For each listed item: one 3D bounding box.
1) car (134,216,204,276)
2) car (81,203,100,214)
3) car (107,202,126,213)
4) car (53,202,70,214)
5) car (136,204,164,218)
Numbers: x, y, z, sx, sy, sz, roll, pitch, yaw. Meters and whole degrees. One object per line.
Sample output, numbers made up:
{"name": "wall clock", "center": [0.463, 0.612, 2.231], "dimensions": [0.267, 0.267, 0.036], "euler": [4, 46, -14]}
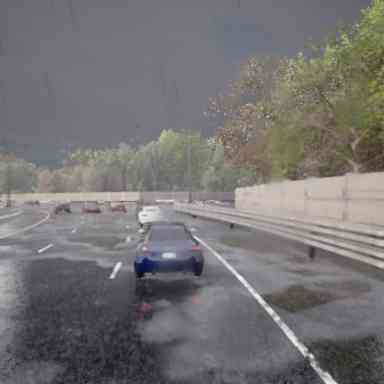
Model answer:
{"name": "car", "center": [-0.799, 1.693, 10.863], "dimensions": [1.994, 1.385, 4.181], "euler": [0, -1, -6]}
{"name": "car", "center": [-13.806, 2.161, 45.148], "dimensions": [1.994, 1.385, 4.181], "euler": [0, -1, -25]}
{"name": "car", "center": [-10.561, 2.116, 46.486], "dimensions": [1.812, 1.442, 4.674], "euler": [0, -1, -25]}
{"name": "car", "center": [-17.753, 2.131, 45.317], "dimensions": [1.837, 1.490, 4.892], "euler": [0, -1, -26]}
{"name": "car", "center": [-3.188, 1.837, 25.863], "dimensions": [1.812, 1.442, 4.674], "euler": [0, -1, -11]}
